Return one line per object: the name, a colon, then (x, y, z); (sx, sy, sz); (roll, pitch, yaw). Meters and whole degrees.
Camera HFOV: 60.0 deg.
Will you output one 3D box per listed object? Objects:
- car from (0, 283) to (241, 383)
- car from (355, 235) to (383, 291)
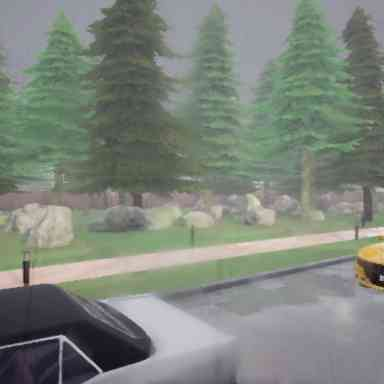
car: (-1.937, 1.597, 2.610); (4.718, 1.301, 1.895); (0, 0, -35)
car: (5.974, 1.496, 8.144); (5.008, 1.535, 1.882); (0, 0, -35)
